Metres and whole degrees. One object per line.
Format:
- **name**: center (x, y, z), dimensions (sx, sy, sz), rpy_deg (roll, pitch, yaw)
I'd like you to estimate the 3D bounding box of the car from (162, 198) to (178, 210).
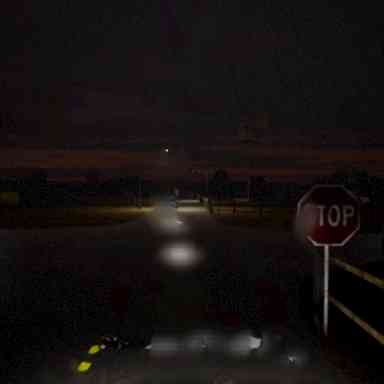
- **car**: center (-2.810, 1.565, 42.648), dimensions (1.812, 1.442, 4.674), rpy_deg (0, 1, 0)
